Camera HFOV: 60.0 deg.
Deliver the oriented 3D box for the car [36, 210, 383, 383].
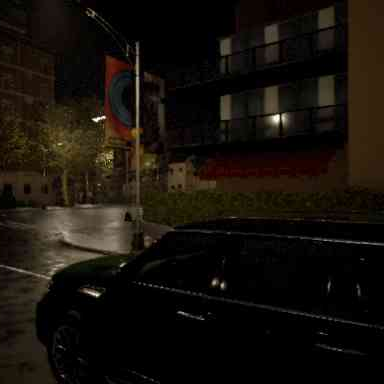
[{"bbox_3d":[0.674,1.222,3.512,5.566,2.045,2.150,0,0,35],"label":"car"}]
